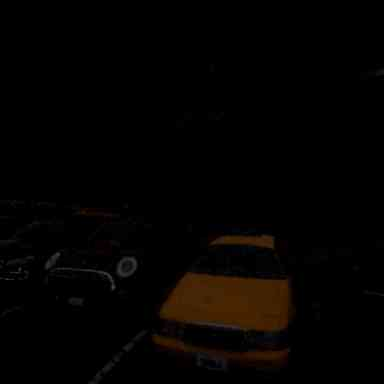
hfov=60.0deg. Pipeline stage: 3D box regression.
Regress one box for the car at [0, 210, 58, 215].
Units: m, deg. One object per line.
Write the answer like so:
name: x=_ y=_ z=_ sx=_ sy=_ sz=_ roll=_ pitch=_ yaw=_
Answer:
car: x=-6.260 y=1.521 z=11.406 sx=2.002 sy=1.452 sz=4.674 roll=0 pitch=-1 yaw=15

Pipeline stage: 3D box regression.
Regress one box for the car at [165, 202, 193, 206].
car: x=-1.066 y=2.637 z=46.365 sx=4.553 sy=1.767 sz=2.185 roll=1 pitch=-1 yaw=15

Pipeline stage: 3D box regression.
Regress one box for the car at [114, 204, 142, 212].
car: x=-12.001 y=3.022 z=62.441 sx=4.674 sy=1.452 sz=2.002 roll=0 pitch=-2 yaw=15

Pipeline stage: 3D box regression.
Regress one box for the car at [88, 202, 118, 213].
car: x=-15.418 y=2.675 z=57.564 sx=4.553 sy=1.767 sz=2.185 roll=0 pitch=-2 yaw=15

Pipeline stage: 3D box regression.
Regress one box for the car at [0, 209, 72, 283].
car: x=-3.849 y=1.484 z=9.693 sx=2.231 sy=1.521 sz=4.892 roll=1 pitch=-1 yaw=16

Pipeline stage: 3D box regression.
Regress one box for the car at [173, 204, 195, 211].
car: x=-1.873 y=3.553 z=77.123 sx=4.792 sy=1.488 sz=2.163 roll=0 pitch=-2 yaw=15

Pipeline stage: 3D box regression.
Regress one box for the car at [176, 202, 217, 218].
car: x=0.655 y=2.602 z=48.821 sx=5.566 sy=2.045 sz=2.435 roll=1 pitch=-1 yaw=15

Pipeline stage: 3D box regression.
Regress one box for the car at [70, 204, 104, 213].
car: x=-17.294 y=2.728 z=54.760 sx=4.792 sy=1.488 sz=2.163 roll=0 pitch=-2 yaw=15

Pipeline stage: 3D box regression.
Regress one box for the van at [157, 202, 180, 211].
van: x=-5.113 y=3.117 z=72.209 sx=4.442 sy=1.987 sz=1.878 roll=0 pitch=-2 yaw=15

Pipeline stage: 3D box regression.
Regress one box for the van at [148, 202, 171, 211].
van: x=-6.806 y=3.026 z=69.759 sx=4.442 sy=1.987 sz=1.878 roll=0 pitch=-2 yaw=15

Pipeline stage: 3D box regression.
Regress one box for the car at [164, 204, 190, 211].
car: x=-3.354 y=3.430 z=74.628 sx=5.366 sy=1.575 sz=1.946 roll=0 pitch=-2 yaw=15

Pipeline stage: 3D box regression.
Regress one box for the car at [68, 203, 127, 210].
car: x=-9.498 y=2.283 z=33.939 sx=5.366 sy=1.575 sz=1.946 roll=2 pitch=-2 yaw=15

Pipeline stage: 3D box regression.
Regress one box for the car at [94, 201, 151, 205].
car: x=-7.911 y=2.137 z=36.466 sx=5.566 sy=2.045 sz=2.435 roll=1 pitch=-1 yaw=15

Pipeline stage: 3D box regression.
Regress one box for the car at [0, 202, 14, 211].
car: x=-8.667 y=1.229 z=13.156 sx=2.435 sy=2.045 sz=5.566 roll=0 pitch=-1 yaw=16

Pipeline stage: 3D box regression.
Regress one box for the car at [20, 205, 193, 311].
car: x=-1.431 y=1.359 z=8.001 sx=2.185 sy=1.767 sz=4.553 roll=1 pitch=-1 yaw=16

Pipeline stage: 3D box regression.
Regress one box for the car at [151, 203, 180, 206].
car: x=-4.484 y=2.581 z=41.410 sx=5.008 sy=1.535 sz=2.097 roll=1 pitch=-1 yaw=15

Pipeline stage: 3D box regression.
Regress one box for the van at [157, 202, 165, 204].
van: x=-8.497 y=2.936 z=67.311 sx=4.442 sy=1.987 sz=1.878 roll=0 pitch=-2 yaw=15

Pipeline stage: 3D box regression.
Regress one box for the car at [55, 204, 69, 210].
car: x=-21.184 y=2.493 z=49.188 sx=4.892 sy=1.521 sz=2.231 roll=0 pitch=-2 yaw=15

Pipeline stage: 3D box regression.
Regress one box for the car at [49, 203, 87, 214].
car: x=-19.436 y=2.592 z=52.020 sx=5.366 sy=1.575 sz=1.946 roll=0 pitch=-2 yaw=15

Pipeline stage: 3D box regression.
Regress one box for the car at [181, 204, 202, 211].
car: x=-0.123 y=3.643 z=79.562 sx=4.792 sy=1.488 sz=2.163 roll=0 pitch=-2 yaw=15

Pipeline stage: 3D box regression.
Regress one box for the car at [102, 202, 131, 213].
car: x=-13.664 y=2.765 z=59.985 sx=4.553 sy=1.767 sz=2.185 roll=0 pitch=-2 yaw=15

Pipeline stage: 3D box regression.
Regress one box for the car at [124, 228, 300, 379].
car: x=0.924 y=1.480 z=6.073 sx=1.946 sy=1.575 sz=5.366 roll=1 pitch=-1 yaw=15

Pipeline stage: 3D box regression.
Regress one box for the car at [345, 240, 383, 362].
car: x=3.371 y=1.488 z=4.538 sx=2.231 sy=1.521 sz=4.892 roll=1 pitch=-1 yaw=16
